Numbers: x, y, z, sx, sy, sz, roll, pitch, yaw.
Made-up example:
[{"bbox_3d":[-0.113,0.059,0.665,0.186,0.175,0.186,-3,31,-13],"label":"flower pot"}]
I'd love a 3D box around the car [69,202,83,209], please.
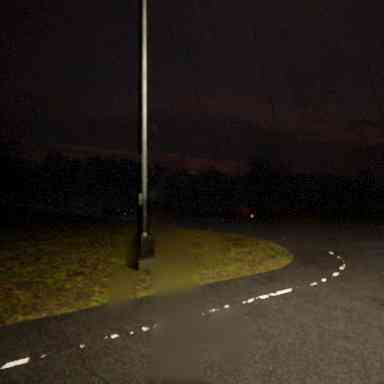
[{"bbox_3d":[-25.405,2.938,72.616,1.882,1.535,5.008,3,-2,-36],"label":"car"}]

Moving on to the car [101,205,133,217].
[{"bbox_3d":[-8.388,2.069,37.090,1.895,1.301,4.718,3,-3,-36],"label":"car"}]

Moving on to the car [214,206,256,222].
[{"bbox_3d":[4.063,2.029,31.799,1.812,1.442,4.674,3,-3,-36],"label":"car"}]
